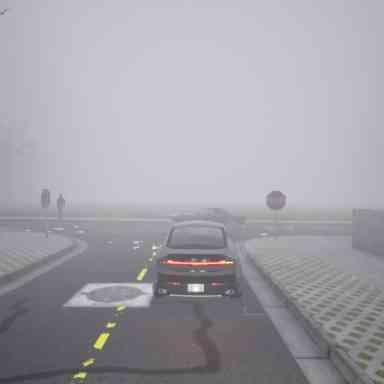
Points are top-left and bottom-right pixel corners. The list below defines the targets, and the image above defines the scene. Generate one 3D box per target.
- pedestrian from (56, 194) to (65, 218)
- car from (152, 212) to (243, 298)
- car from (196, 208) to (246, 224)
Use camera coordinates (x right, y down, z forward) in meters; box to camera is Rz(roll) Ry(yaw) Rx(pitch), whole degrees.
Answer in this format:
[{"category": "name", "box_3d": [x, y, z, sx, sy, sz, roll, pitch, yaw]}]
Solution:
[{"category": "pedestrian", "box_3d": [-9.685, 0.997, 24.504, 0.375, 1.860, 0.375, 0, -1, 0]}, {"category": "car", "box_3d": [0.176, 1.503, 8.500, 1.837, 1.490, 4.892, 0, 0, 3]}, {"category": "car", "box_3d": [0.796, 1.625, 20.476, 4.718, 1.301, 1.895, 1, 0, -18]}]
